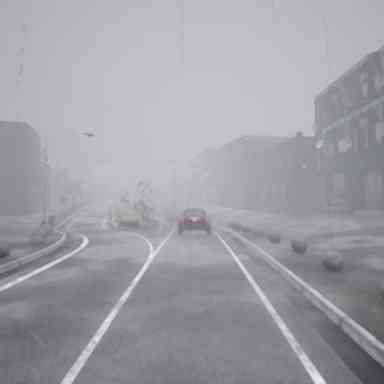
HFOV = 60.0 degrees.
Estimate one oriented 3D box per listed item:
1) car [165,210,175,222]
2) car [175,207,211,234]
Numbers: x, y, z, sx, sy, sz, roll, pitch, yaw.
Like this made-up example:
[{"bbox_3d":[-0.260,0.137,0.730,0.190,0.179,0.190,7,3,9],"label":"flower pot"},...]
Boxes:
[{"bbox_3d":[-2.172,2.950,41.399,2.033,1.411,5.357,1,0,-13],"label":"car"},{"bbox_3d":[0.148,1.908,23.086,2.097,1.767,4.553,0,-3,-1],"label":"car"}]
